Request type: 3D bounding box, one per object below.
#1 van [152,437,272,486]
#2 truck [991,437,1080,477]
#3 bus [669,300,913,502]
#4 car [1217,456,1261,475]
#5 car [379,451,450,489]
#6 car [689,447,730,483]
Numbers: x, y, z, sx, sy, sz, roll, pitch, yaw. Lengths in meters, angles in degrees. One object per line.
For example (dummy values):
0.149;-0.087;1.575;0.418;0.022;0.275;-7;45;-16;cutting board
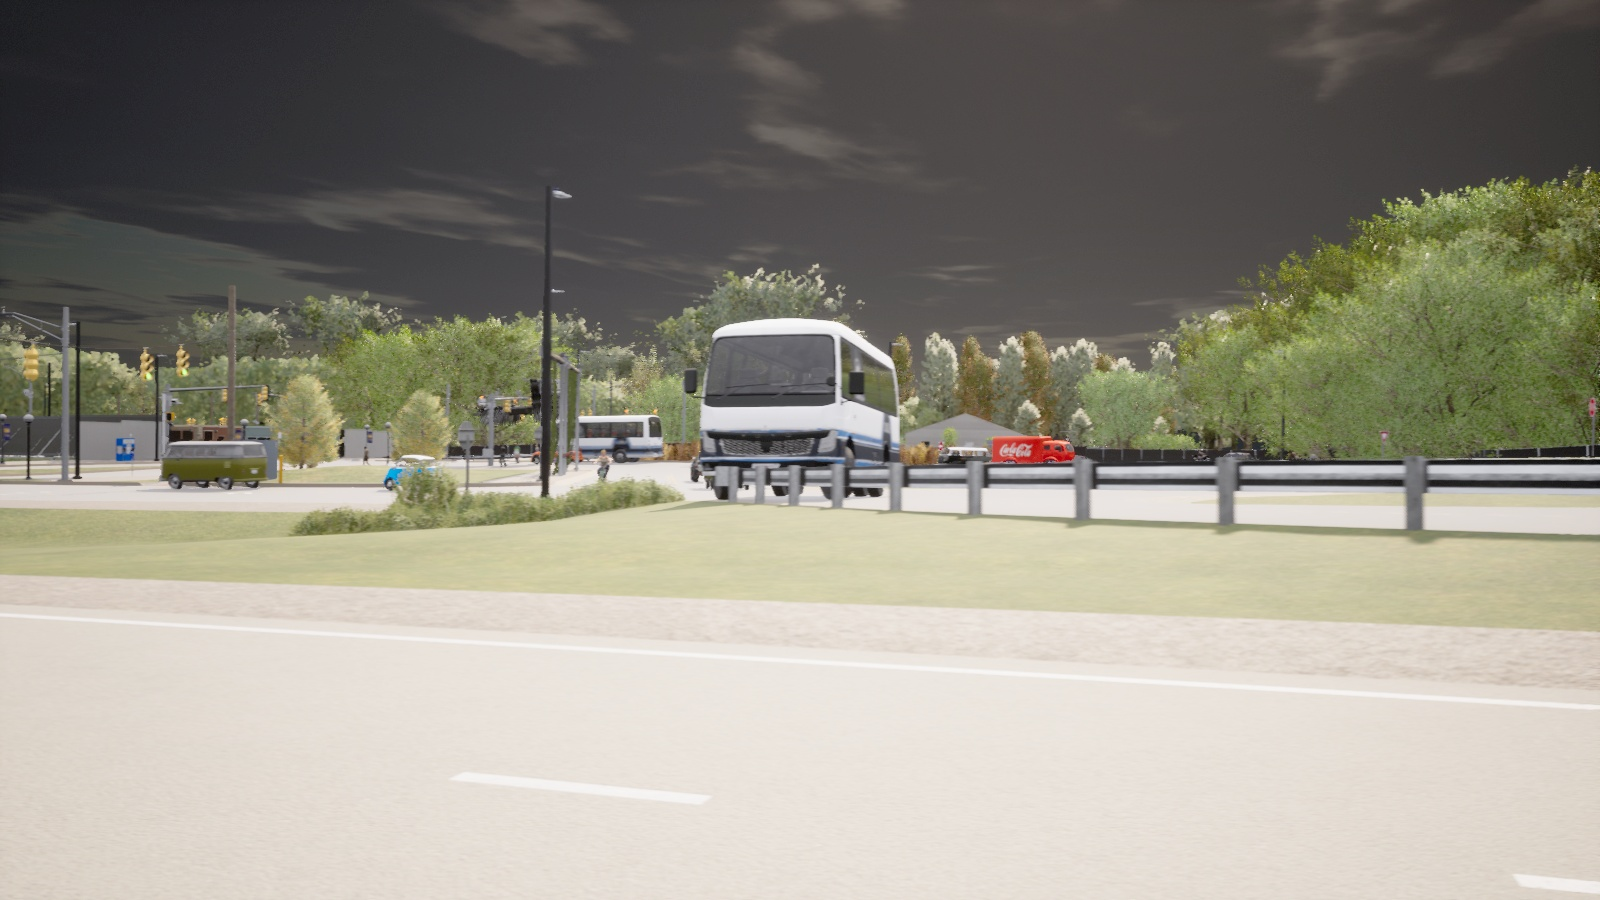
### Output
-24.229;0.443;51.784;4.442;1.987;1.775;0;1;18;van
15.592;0.454;83.353;5.204;2.467;2.627;1;2;30;truck
0.217;-0.902;31.817;3.944;4.253;10.273;0;-2;12;bus
31.327;1.077;89.557;1.895;1.301;4.718;1;1;33;car
-14.949;0.762;48.740;2.207;1.376;1.481;1;1;19;car
-5.071;0.820;69.776;1.932;1.855;4.605;1;0;-8;car
